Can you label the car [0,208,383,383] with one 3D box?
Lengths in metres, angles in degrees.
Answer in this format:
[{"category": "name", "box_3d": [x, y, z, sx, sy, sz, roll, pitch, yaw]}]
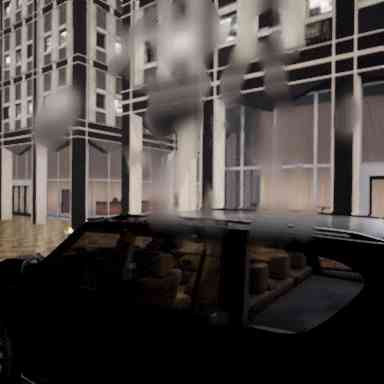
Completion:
[{"category": "car", "box_3d": [-0.217, 1.201, 3.547, 5.566, 2.045, 2.150, 1, 1, 36]}]
